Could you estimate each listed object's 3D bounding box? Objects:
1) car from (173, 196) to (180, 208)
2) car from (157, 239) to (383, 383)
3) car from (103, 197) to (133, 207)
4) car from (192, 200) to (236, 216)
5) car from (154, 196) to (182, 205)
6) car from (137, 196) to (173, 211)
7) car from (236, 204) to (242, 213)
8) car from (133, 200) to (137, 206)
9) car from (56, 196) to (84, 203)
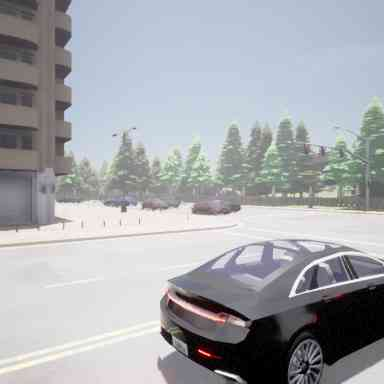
[{"bbox_3d":[-3.560,1.451,45.352,1.837,1.490,4.892,0,0,-37],"label":"car"},{"bbox_3d":[1.847,1.492,5.103,4.902,1.511,2.128,0,0,-35],"label":"car"},{"bbox_3d":[-11.204,1.545,49.432,1.895,1.301,4.718,0,0,-43],"label":"car"},{"bbox_3d":[1.791,1.507,31.707,1.994,1.385,4.181,0,0,-35],"label":"car"},{"bbox_3d":[-4.249,1.436,57.541,2.128,1.511,4.902,0,0,-44],"label":"car"},{"bbox_3d":[-4.596,1.470,40.841,1.812,1.442,4.674,0,0,-35],"label":"car"},{"bbox_3d":[3.182,1.545,35.863,1.895,1.301,4.718,0,0,-35],"label":"car"},{"bbox_3d":[-10.722,1.470,53.804,4.674,1.442,1.812,0,0,42],"label":"car"},{"bbox_3d":[-24.030,1.492,65.580,5.357,1.411,2.033,0,0,15],"label":"car"}]
